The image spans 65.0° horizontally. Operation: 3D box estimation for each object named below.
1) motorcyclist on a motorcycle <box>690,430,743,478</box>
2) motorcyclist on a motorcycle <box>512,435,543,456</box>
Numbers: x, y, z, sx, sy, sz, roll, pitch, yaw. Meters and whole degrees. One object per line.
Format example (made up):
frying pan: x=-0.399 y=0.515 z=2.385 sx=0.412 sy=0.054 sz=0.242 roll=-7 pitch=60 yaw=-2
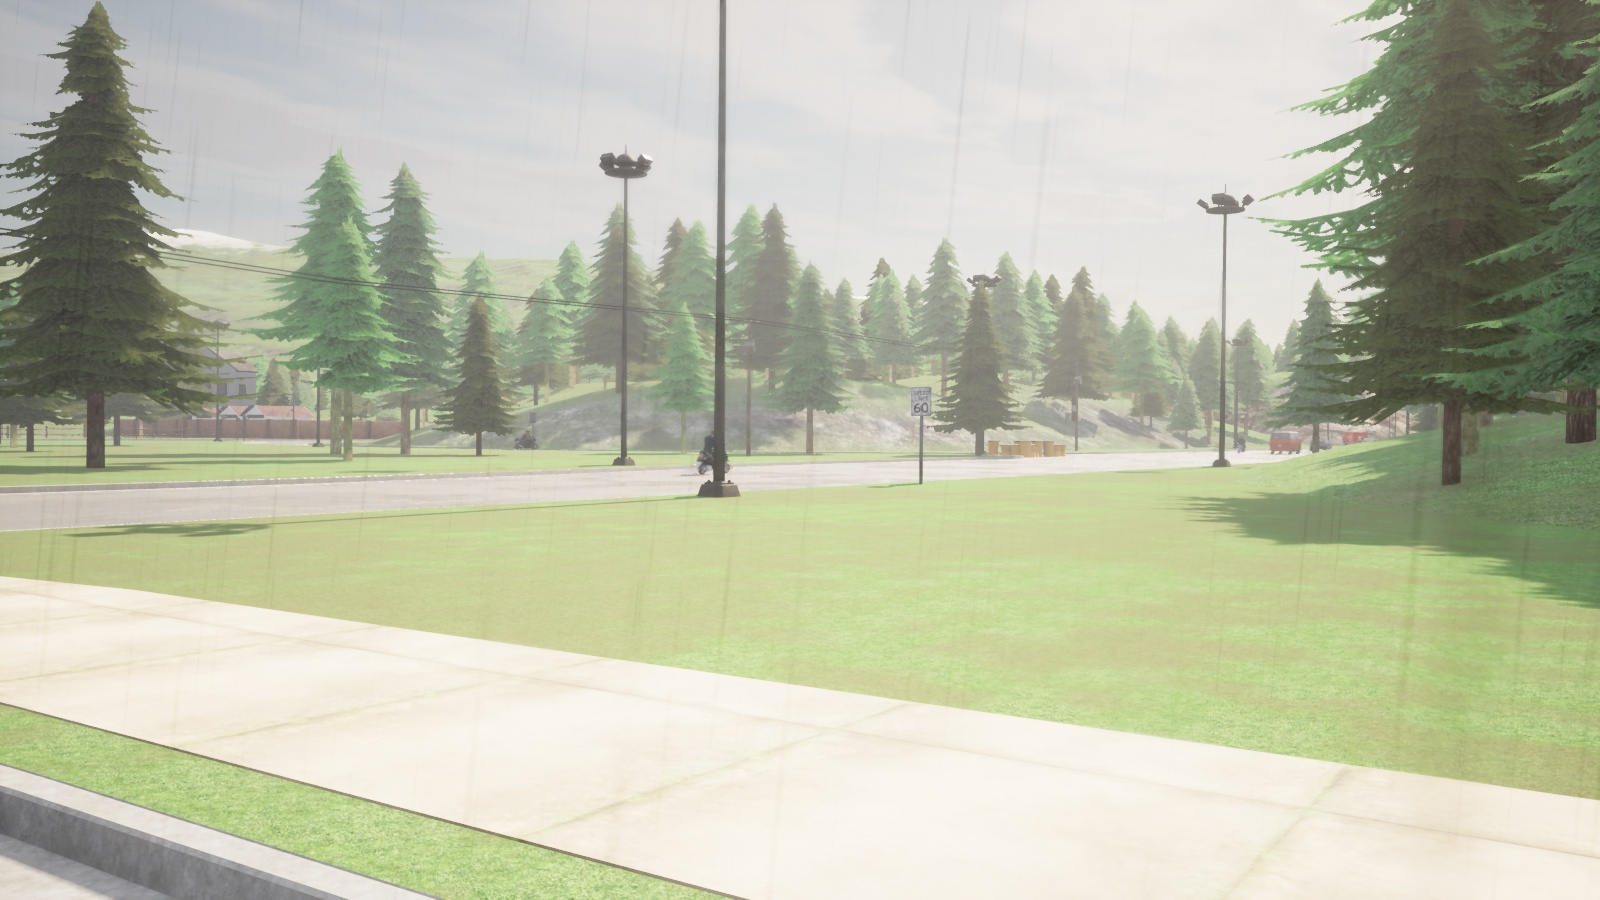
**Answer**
motorcyclist on a motorcycle: x=-2.878 y=0.119 z=43.337 sx=0.866 sy=1.590 sz=1.817 roll=0 pitch=1 yaw=35
motorcyclist on a motorcycle: x=-19.128 y=-0.317 z=88.184 sx=2.044 sy=1.523 sz=0.797 roll=0 pitch=0 yaw=23
